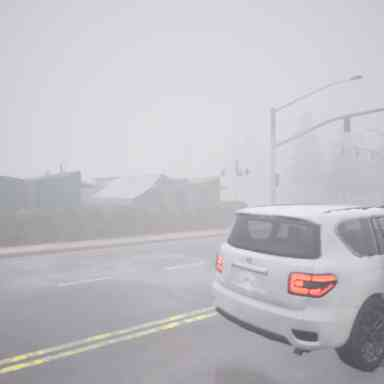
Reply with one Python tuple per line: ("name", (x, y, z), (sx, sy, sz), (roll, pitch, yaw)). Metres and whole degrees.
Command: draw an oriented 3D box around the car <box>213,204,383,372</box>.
("car", (2.936, 1.234, 5.907), (5.566, 2.045, 2.150), (0, 0, -35))
